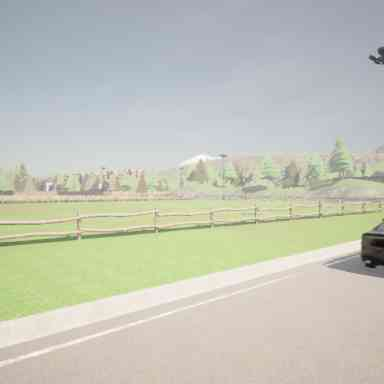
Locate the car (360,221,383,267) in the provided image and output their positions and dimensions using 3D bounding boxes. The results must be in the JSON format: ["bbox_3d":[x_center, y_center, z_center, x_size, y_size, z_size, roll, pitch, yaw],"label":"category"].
[{"bbox_3d":[7.025,1.477,10.321,5.008,1.535,1.882,0,0,-41],"label":"car"}]
